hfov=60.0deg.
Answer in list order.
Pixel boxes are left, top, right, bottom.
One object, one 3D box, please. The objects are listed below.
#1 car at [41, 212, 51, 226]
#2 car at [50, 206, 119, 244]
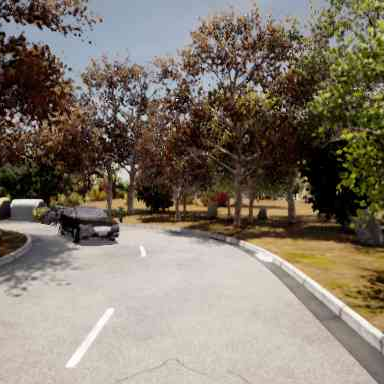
[{"bbox_3d":[-8.685,1.712,23.666,4.181,1.385,1.994,-1,-3,27],"label":"car"},{"bbox_3d":[-4.976,1.446,15.753,2.128,1.511,4.902,2,-1,-33],"label":"car"}]
